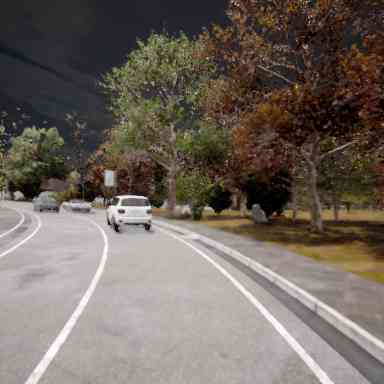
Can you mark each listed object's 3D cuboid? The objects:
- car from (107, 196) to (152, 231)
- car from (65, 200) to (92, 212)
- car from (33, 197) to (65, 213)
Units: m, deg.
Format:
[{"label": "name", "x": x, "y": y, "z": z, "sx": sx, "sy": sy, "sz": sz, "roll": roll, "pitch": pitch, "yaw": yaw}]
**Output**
[{"label": "car", "x": -4.046, "y": 1.255, "z": 21.014, "sx": 2.150, "sy": 2.045, "sz": 5.566, "roll": 2, "pitch": -1, "yaw": -20}, {"label": "car", "x": -12.850, "y": 1.512, "z": 36.933, "sx": 1.895, "sy": 1.301, "sz": 4.718, "roll": 4, "pitch": -2, "yaw": -37}, {"label": "car", "x": -14.876, "y": 1.285, "z": 33.980, "sx": 1.837, "sy": 1.490, "sz": 4.892, "roll": 4, "pitch": -1, "yaw": -36}]
